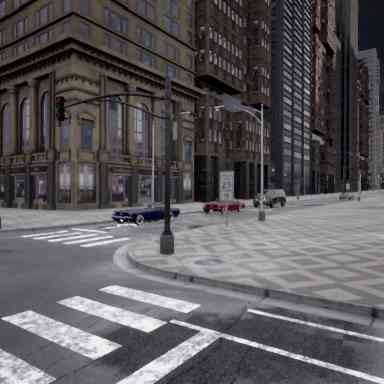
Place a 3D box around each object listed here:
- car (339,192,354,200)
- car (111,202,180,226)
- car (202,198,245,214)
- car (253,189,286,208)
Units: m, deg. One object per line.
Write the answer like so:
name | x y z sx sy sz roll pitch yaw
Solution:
car | 27.091 0.683 58.143 2.033 1.411 5.357 0 1 33
car | -2.908 1.350 21.583 1.895 1.301 4.718 0 1 36
car | 2.895 1.217 29.716 1.895 1.301 4.718 0 1 35
car | 9.035 0.696 38.323 2.150 2.045 5.566 0 1 36
